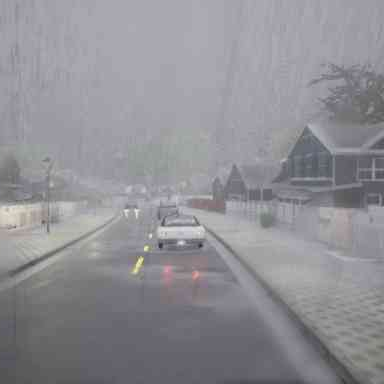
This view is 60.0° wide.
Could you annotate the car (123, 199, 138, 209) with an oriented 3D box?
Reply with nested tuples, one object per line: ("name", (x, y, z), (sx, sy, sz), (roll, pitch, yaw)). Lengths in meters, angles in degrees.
("car", (-9.390, 1.885, 50.757), (1.837, 1.490, 4.892), (0, -1, -15))

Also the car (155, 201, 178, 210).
("car", (-2.254, 1.593, 29.788), (2.128, 1.511, 4.902), (0, 0, -9))

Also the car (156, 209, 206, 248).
("car", (-0.568, 1.635, 14.801), (1.895, 1.301, 4.718), (0, 0, -4))
